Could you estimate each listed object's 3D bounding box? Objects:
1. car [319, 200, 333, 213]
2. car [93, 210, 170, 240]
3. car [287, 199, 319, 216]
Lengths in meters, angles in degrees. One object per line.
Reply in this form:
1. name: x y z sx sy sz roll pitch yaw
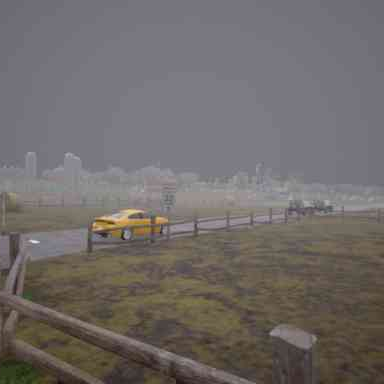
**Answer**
1. car: 20.274 2.202 51.662 2.150 2.045 5.566 2 0 36
2. car: -3.267 1.759 19.029 1.882 1.535 5.008 2 0 36
3. car: 14.229 2.015 43.206 2.150 2.045 5.566 2 0 36
